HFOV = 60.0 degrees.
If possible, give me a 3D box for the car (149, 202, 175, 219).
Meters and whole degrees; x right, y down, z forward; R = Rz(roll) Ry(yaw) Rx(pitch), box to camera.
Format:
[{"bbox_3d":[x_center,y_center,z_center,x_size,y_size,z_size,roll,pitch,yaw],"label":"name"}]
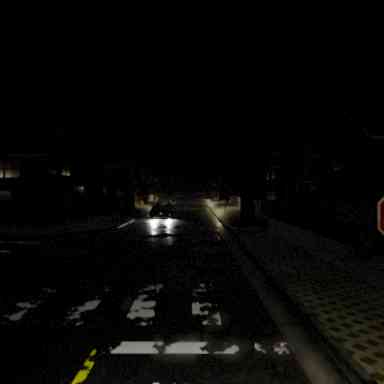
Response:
[{"bbox_3d":[-2.491,1.525,28.789,1.994,1.385,4.181,0,0,1],"label":"car"}]
